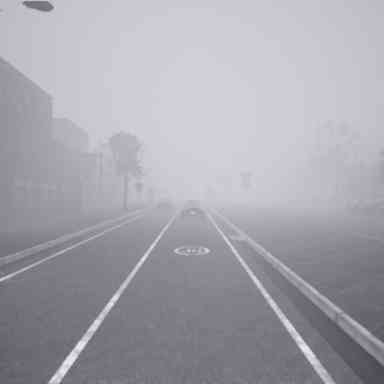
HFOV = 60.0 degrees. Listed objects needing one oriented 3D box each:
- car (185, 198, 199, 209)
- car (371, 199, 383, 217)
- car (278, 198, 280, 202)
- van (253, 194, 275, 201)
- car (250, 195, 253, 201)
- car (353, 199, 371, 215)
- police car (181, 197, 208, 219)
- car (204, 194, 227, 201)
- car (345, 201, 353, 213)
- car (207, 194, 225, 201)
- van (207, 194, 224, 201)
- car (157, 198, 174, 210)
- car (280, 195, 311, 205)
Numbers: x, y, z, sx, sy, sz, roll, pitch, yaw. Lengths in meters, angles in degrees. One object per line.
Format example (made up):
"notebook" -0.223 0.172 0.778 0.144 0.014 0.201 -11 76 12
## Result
"car" 0.026 1.543 46.392 1.812 1.442 4.674 0 0 0
"car" 18.699 1.463 28.691 5.008 1.535 2.097 0 0 0
"car" 18.665 1.506 62.747 4.674 1.452 2.002 0 0 0
"van" 18.405 1.384 83.543 4.442 1.987 1.878 0 -1 0
"car" 18.684 1.656 86.335 5.366 1.575 1.946 0 -1 0
"car" 18.689 1.465 31.965 4.892 1.521 2.231 0 0 0
"police car" 0.084 1.517 29.310 2.038 1.542 4.974 0 0 0
"car" 6.064 1.614 84.084 5.366 1.575 1.946 0 -1 0
"car" 18.693 1.504 35.241 4.674 1.452 2.002 0 0 0
"car" 6.256 1.542 87.005 4.553 1.767 2.185 0 -1 0
"van" 6.315 1.506 90.045 4.442 1.987 1.878 0 -1 0
"car" -3.355 1.494 42.708 1.882 1.535 5.008 0 0 0
"car" 18.737 1.339 59.577 4.553 1.767 2.185 0 0 0
